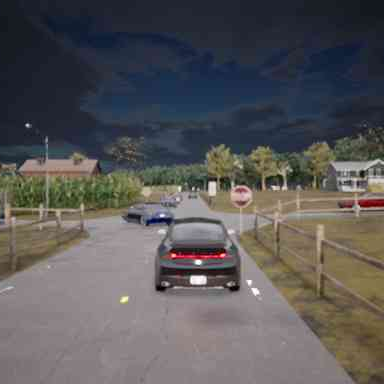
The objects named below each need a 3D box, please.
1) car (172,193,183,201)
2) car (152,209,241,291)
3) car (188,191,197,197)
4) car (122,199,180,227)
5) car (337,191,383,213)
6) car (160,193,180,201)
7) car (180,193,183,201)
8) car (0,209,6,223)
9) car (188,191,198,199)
[{"bbox_3d":[-2.612,0.899,61.790,1.895,1.301,4.718,0,1,1],"label":"car"},{"bbox_3d":[0.120,1.413,8.721,1.837,1.490,4.892,0,0,0],"label":"car"},{"bbox_3d":[0.199,0.454,80.553,2.033,1.411,5.357,0,1,0],"label":"car"},{"bbox_3d":[-2.900,1.351,21.246,1.994,1.385,4.181,-1,0,-35],"label":"car"},{"bbox_3d":[13.826,0.754,25.706,5.008,1.535,1.882,-2,-2,0],"label":"car"},{"bbox_3d":[-2.755,1.129,38.904,1.994,1.385,4.181,0,1,-2],"label":"car"},{"bbox_3d":[-2.713,1.048,48.941,1.895,1.301,4.718,0,1,0],"label":"car"},{"bbox_3d":[-15.295,1.422,22.876,4.553,1.767,2.097,-1,-2,-1],"label":"car"},{"bbox_3d":[0.172,0.742,70.543,1.994,1.385,4.181,0,1,0],"label":"car"}]
